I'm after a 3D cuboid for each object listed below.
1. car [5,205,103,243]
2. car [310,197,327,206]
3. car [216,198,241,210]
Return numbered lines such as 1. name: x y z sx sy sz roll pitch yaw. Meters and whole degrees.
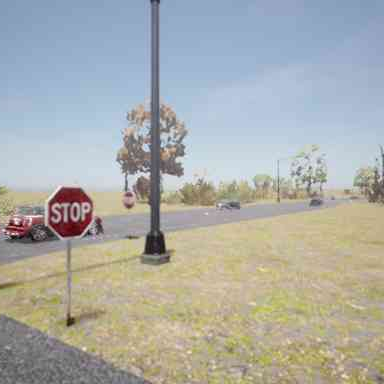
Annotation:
1. car: -6.747 1.403 16.856 2.097 1.767 4.553 0 0 35
2. car: 23.125 1.711 61.376 1.837 1.490 4.892 1 0 29
3. car: 5.121 1.640 46.379 2.128 1.511 4.902 0 0 35
